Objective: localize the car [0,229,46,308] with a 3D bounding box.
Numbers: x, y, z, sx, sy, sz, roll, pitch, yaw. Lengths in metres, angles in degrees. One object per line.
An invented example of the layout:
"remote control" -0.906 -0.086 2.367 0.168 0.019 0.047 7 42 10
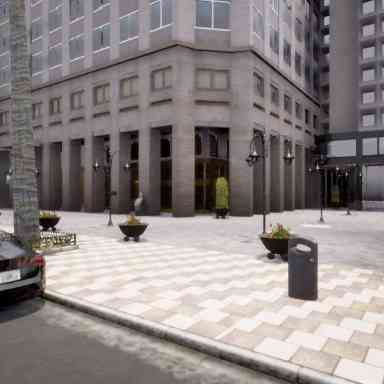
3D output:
"car" -5.085 1.513 7.118 4.786 1.482 2.161 0 0 35
